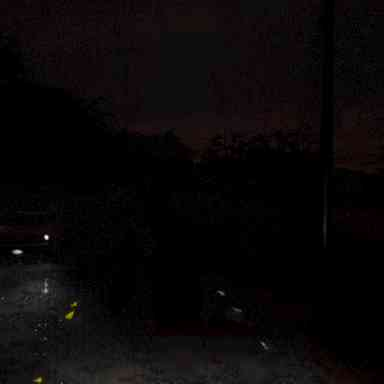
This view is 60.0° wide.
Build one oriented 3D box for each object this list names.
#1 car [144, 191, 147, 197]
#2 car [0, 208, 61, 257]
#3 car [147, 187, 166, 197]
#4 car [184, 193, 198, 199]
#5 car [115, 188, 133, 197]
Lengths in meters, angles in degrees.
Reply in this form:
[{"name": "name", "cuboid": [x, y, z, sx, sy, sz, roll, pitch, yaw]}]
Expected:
[{"name": "car", "cuboid": [-7.158, 0.286, 60.198, 1.994, 1.385, 4.181, -1, -2, 13]}, {"name": "car", "cuboid": [-5.594, 1.272, 11.432, 1.895, 1.301, 4.718, 1, 3, -19]}, {"name": "car", "cuboid": [-5.295, -0.092, 52.261, 1.970, 1.475, 3.806, -1, -1, 7]}, {"name": "car", "cuboid": [-0.338, 0.972, 78.705, 1.837, 1.490, 4.892, -2, -3, 25]}, {"name": "car", "cuboid": [-11.163, 0.122, 54.747, 2.128, 1.511, 4.902, -1, -1, 8]}]
